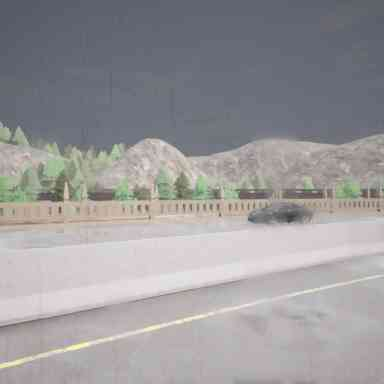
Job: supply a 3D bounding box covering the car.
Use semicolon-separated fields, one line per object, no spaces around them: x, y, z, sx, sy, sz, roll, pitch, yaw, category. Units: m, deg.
6.164;1.505;23.109;4.892;1.490;1.837;0;0;-25;car
